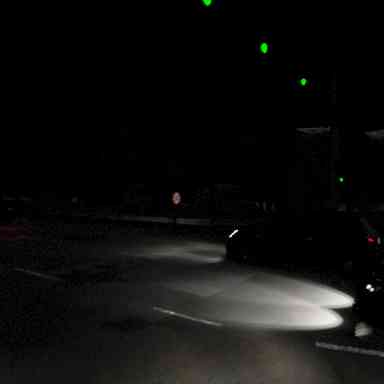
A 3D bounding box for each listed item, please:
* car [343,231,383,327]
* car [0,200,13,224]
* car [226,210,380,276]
[{"bbox_3d":[4.739,1.568,4.912,4.181,1.385,1.994,0,0,36],"label":"car"},{"bbox_3d":[-14.297,1.281,22.792,4.553,1.767,2.097,0,0,35],"label":"car"},{"bbox_3d":[3.324,1.343,10.221,4.553,1.767,2.097,0,0,35],"label":"car"}]
